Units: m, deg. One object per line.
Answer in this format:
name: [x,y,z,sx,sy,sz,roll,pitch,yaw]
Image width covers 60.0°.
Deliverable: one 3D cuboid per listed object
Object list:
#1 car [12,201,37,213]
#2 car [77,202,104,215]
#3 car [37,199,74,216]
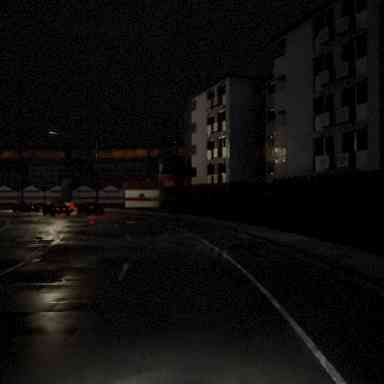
car: [-21.076,1.866,42.162,4.181,1.385,1.994,0,-1,40]
car: [-11.313,1.793,37.139,1.812,1.442,4.674,0,-1,-37]
car: [-14.516,1.804,35.655,2.033,1.411,5.357,0,-1,-38]
